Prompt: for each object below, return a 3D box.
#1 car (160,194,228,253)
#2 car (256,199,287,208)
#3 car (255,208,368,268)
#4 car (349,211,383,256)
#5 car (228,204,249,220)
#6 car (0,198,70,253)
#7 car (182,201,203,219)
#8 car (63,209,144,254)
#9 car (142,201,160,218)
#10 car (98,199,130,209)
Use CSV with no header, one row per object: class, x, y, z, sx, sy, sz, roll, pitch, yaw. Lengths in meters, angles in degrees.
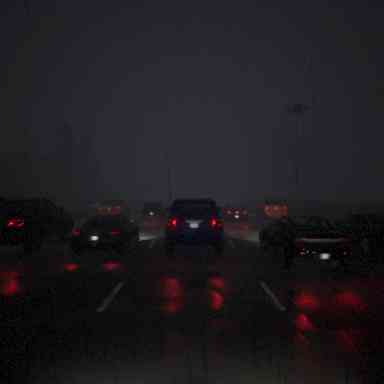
car,0.081,1.254,14.085,2.150,2.045,5.566,0,0,0
car,7.074,1.423,29.993,2.097,1.767,4.553,0,0,0
car,3.567,1.519,11.332,2.128,1.511,4.902,0,0,0
car,7.074,1.537,13.193,1.837,1.490,4.892,0,0,0
car,3.573,1.668,28.630,1.895,1.301,4.718,0,0,0
car,-6.918,1.254,14.068,2.150,2.045,5.566,0,0,0
car,0.072,1.599,31.297,1.812,1.442,4.674,0,0,0
car,-3.424,1.597,13.717,1.994,1.385,4.181,0,0,0
car,-3.423,1.576,30.544,1.837,1.490,4.892,0,0,0
car,-6.925,1.423,30.005,2.097,1.767,4.553,0,0,0
